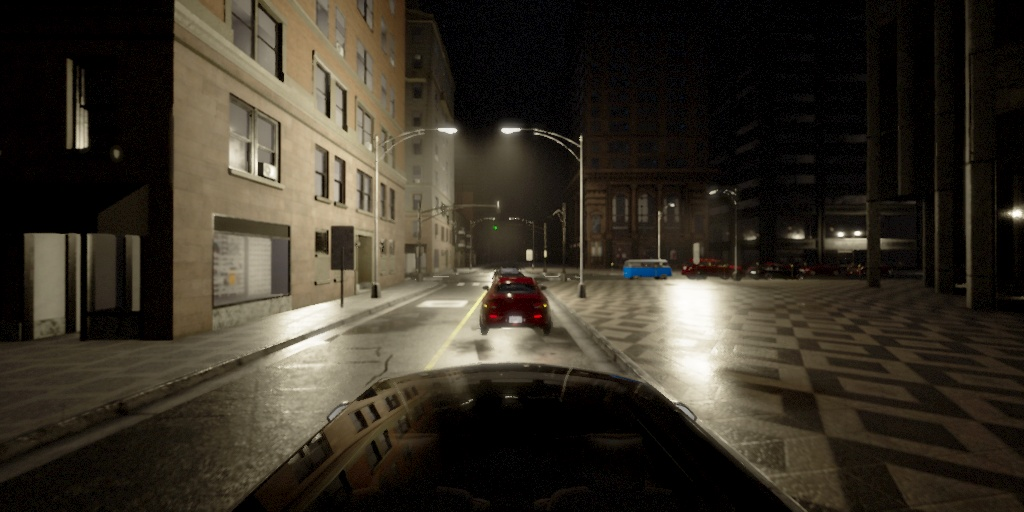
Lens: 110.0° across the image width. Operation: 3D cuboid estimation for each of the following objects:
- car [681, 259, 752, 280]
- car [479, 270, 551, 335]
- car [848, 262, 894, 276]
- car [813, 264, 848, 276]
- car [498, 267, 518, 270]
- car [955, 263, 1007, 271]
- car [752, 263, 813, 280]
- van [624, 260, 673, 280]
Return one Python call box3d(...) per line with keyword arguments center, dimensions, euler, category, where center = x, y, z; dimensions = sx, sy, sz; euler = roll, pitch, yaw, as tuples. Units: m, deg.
box3d(center=(17.365, 1.210, 31.129), dimensions=(5.009, 1.841, 2.192), euler=(0, 0, -1), category="car")
box3d(center=(0.092, 1.310, 10.571), dimensions=(1.812, 1.442, 4.674), euler=(0, 0, 0), category="car")
box3d(center=(39.816, 1.358, 40.000), dimensions=(4.097, 1.591, 1.967), euler=(0, 0, -1), category="car")
box3d(center=(34.177, 1.503, 39.913), dimensions=(4.207, 1.307, 1.802), euler=(0, 0, -1), category="car")
box3d(center=(-0.292, 1.401, 24.258), dimensions=(1.994, 1.385, 4.181), euler=(0, 0, -5), category="car")
box3d(center=(39.922, 1.324, 31.475), dimensions=(4.097, 1.591, 1.967), euler=(0, 0, -1), category="car")
box3d(center=(23.005, 1.459, 31.215), dimensions=(4.313, 1.339, 1.948), euler=(0, 0, -1), category="car")
box3d(center=(11.725, 1.237, 31.042), dimensions=(3.998, 1.789, 1.690), euler=(0, 0, -1), category="van")
